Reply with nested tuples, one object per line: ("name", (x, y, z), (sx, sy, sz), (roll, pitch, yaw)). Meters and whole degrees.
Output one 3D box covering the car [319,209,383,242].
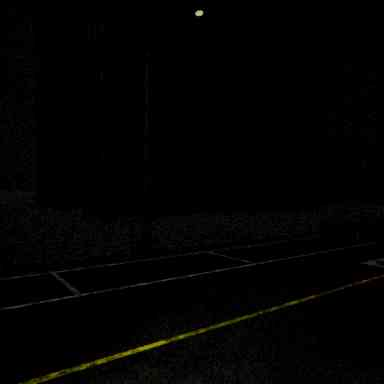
("car", (8.034, 1.546, 16.252), (4.507, 1.381, 1.887), (0, 0, -35))
